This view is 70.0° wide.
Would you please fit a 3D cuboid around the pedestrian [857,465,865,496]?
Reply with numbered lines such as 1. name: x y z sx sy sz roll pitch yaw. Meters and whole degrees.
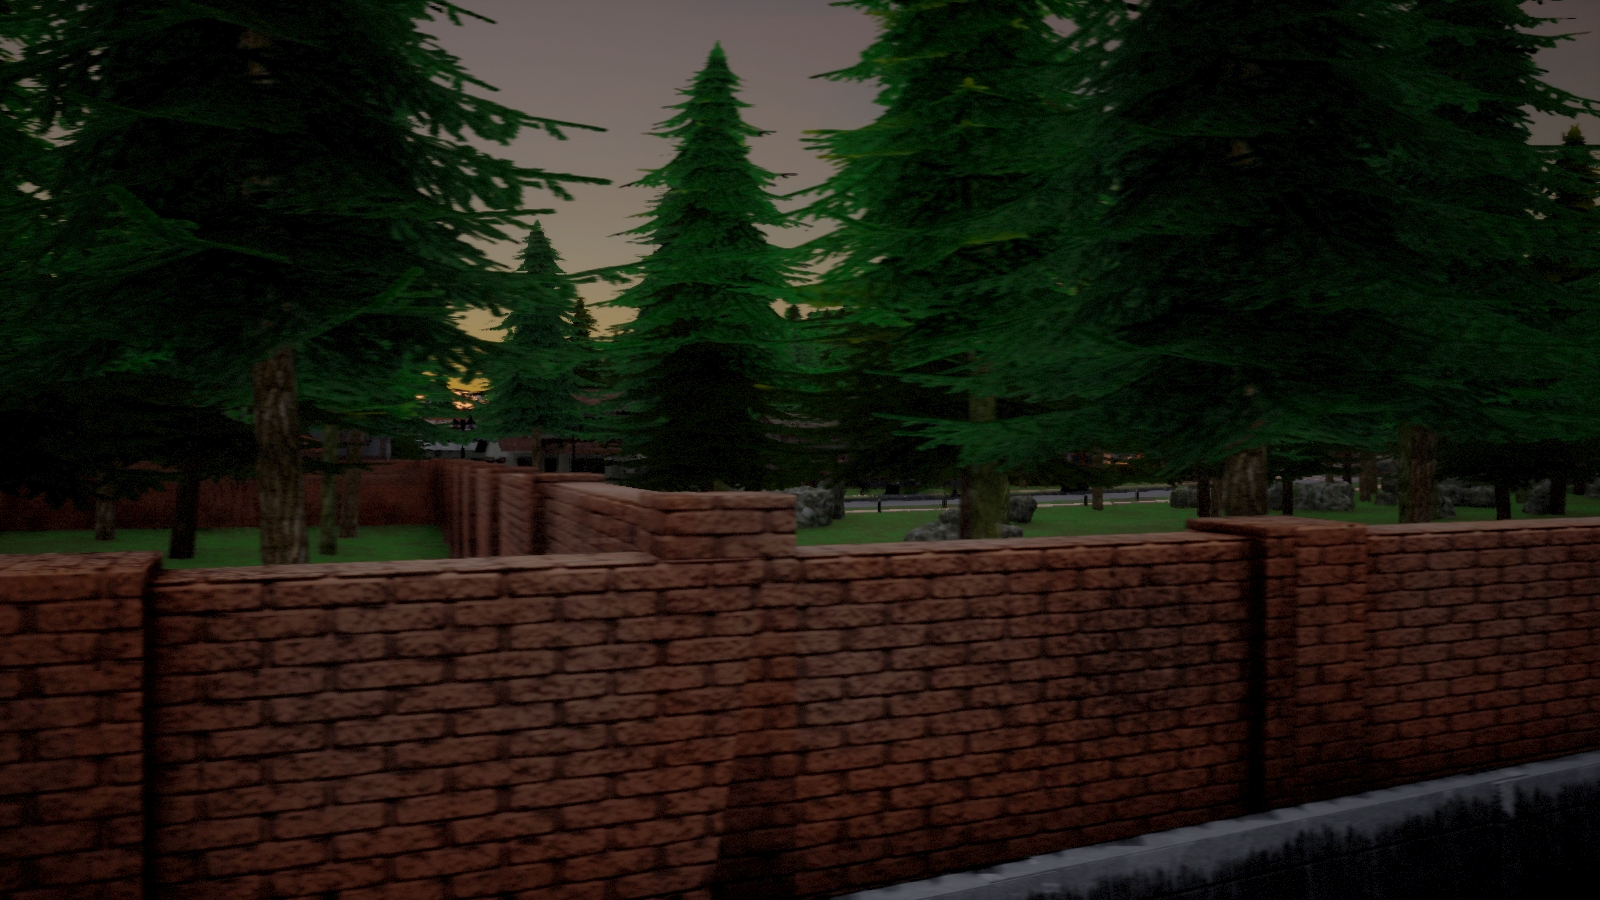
1. pedestrian: 3.731 1.858 69.966 0.375 1.860 0.375 0 0 -22
